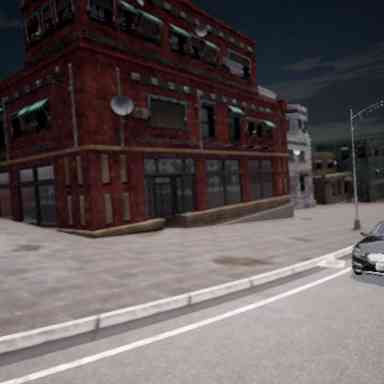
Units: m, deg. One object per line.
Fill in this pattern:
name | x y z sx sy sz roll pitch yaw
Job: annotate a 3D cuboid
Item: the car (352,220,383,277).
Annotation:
car | 6.283 1.548 9.746 2.128 1.511 4.902 -2 -1 44
